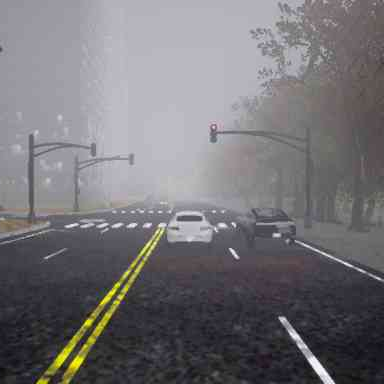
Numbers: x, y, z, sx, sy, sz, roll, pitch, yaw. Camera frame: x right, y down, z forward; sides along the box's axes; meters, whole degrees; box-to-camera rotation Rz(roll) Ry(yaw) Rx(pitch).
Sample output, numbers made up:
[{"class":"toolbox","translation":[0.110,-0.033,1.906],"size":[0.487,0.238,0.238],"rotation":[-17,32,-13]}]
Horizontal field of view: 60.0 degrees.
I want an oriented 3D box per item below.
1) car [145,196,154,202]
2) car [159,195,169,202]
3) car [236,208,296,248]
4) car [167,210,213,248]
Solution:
[{"class":"car","translation":[-9.598,1.537,75.856],"size":[1.812,1.442,4.674],"rotation":[0,0,-4]},{"class":"car","translation":[-6.359,1.537,76.131],"size":[2.128,1.511,4.902],"rotation":[0,0,-4]},{"class":"car","translation":[3.109,1.455,14.754],"size":[2.128,1.511,4.902],"rotation":[-2,-2,-1]},{"class":"car","translation":[-0.119,1.533,14.690],"size":[1.812,1.442,4.674],"rotation":[0,0,-1]}]
